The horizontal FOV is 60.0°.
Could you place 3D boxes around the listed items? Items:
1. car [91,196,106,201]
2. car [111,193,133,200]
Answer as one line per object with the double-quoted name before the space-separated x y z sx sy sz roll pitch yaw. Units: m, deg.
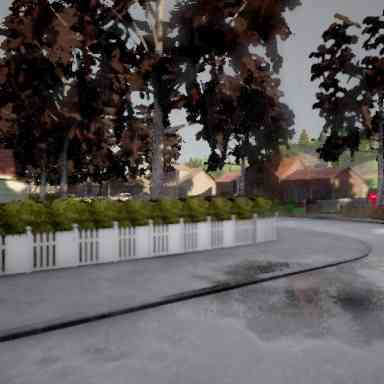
"car" -18.013 1.485 64.192 2.128 1.511 4.902 0 0 -36
"car" -11.823 1.215 55.520 2.150 2.045 5.566 0 0 -35
